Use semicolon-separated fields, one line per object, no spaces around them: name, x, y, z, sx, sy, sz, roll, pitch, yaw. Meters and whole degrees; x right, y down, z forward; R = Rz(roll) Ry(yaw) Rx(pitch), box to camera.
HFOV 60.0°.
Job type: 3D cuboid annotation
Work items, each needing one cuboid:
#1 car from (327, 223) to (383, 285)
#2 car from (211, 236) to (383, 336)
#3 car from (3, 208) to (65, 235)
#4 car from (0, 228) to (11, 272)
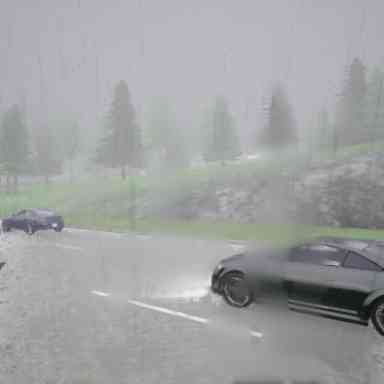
car;6.074;1.599;8.257;4.718;1.301;1.895;-1;0;36
car;2.450;1.576;6.548;4.181;1.385;1.994;0;0;36
car;-9.362;1.663;19.642;4.674;1.442;1.812;0;0;37
car;-7.110;1.681;9.157;4.718;1.301;1.895;-1;0;36
